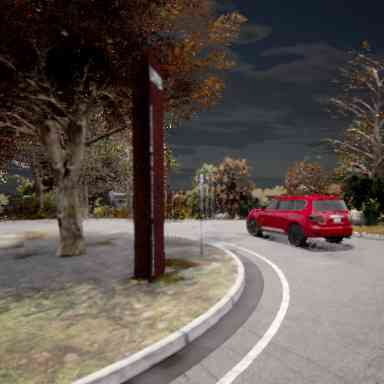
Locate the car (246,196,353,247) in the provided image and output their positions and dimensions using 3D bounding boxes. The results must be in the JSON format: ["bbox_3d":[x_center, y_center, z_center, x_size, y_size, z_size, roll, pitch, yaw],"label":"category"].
[{"bbox_3d":[4.621,1.198,15.228,2.150,2.045,5.566,0,0,-20],"label":"car"}]
